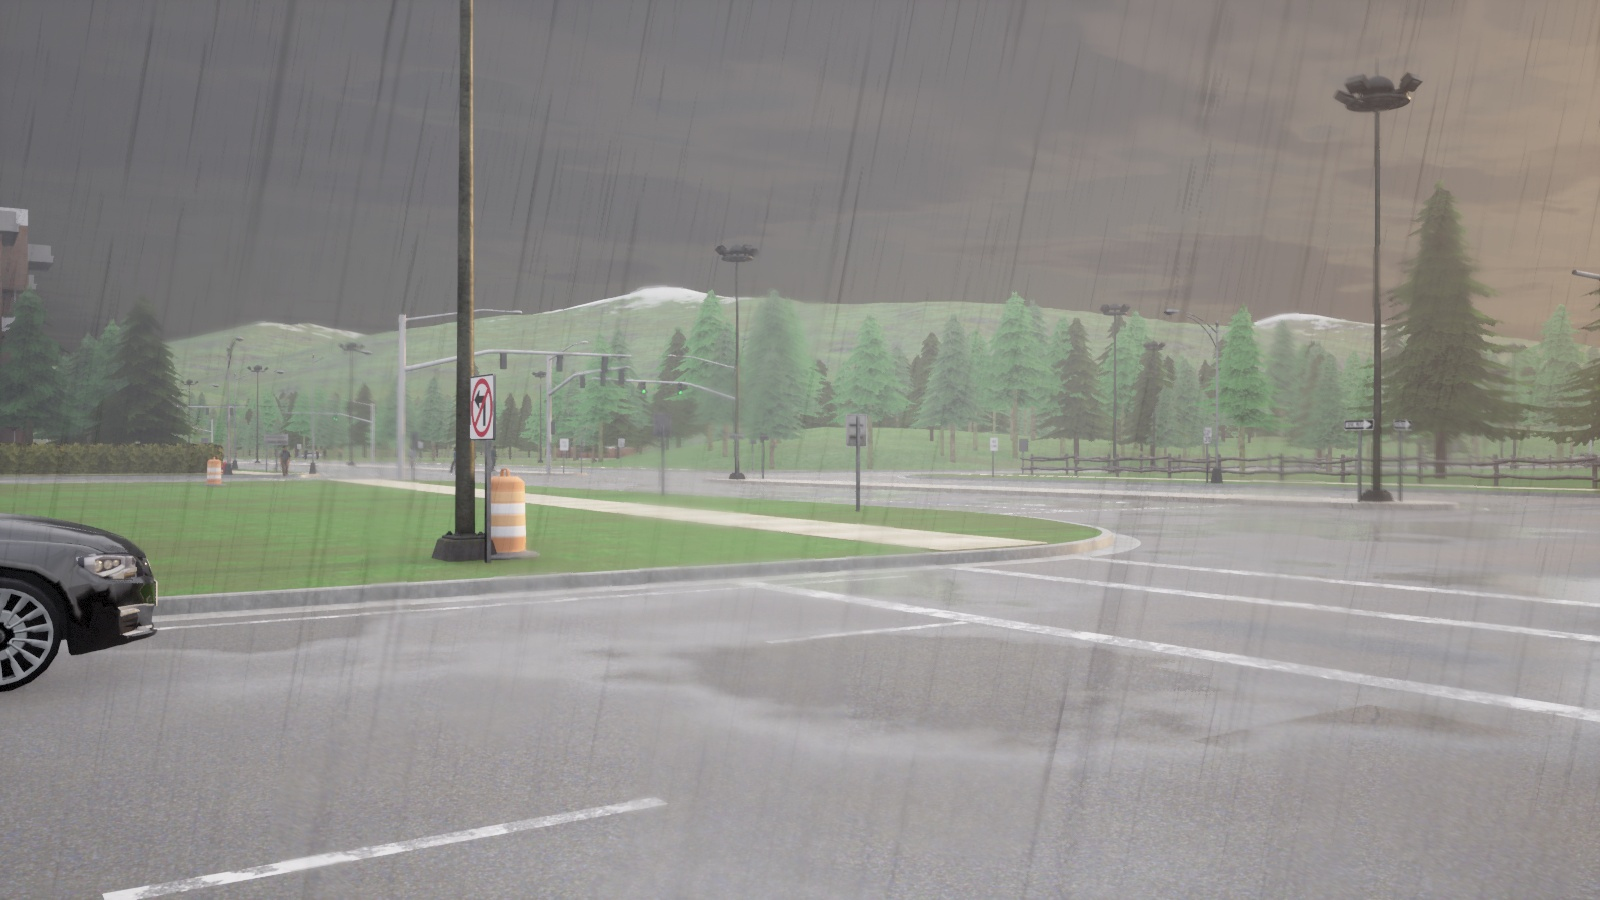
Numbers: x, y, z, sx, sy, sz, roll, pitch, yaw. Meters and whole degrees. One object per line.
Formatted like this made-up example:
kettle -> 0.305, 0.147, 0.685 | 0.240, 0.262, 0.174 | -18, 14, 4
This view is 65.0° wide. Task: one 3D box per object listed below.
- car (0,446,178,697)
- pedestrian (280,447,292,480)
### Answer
car -> -6.631, 0.734, 7.573 | 4.902, 1.511, 2.128 | 0, 0, -35
pedestrian -> -29.573, 0.774, 72.216 | 0.540, 1.848, 0.694 | 0, 0, -32
